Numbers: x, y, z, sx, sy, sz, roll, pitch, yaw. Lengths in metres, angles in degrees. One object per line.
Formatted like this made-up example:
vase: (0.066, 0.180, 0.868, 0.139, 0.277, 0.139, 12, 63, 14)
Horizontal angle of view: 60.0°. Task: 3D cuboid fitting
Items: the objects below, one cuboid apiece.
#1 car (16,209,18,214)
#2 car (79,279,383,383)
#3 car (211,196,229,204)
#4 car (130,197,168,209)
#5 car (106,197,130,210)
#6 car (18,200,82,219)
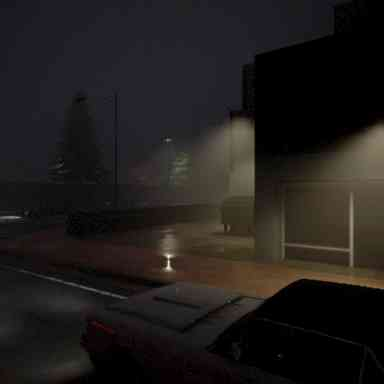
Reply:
car: (-14.479, 1.564, 31.864, 1.994, 1.385, 4.181, 0, 0, 36)
car: (1.035, 1.601, 3.254, 4.718, 1.301, 1.895, 0, 0, 35)
car: (5.384, 1.493, 58.072, 2.128, 1.511, 4.902, 0, 0, 44)
car: (-4.724, 1.526, 39.337, 1.812, 1.442, 4.674, 0, 0, 36)
car: (-8.224, 1.353, 40.468, 2.097, 1.767, 4.553, 0, 0, 36)
car: (-12.094, 1.491, 29.192, 2.128, 1.511, 4.902, 0, 0, 36)
